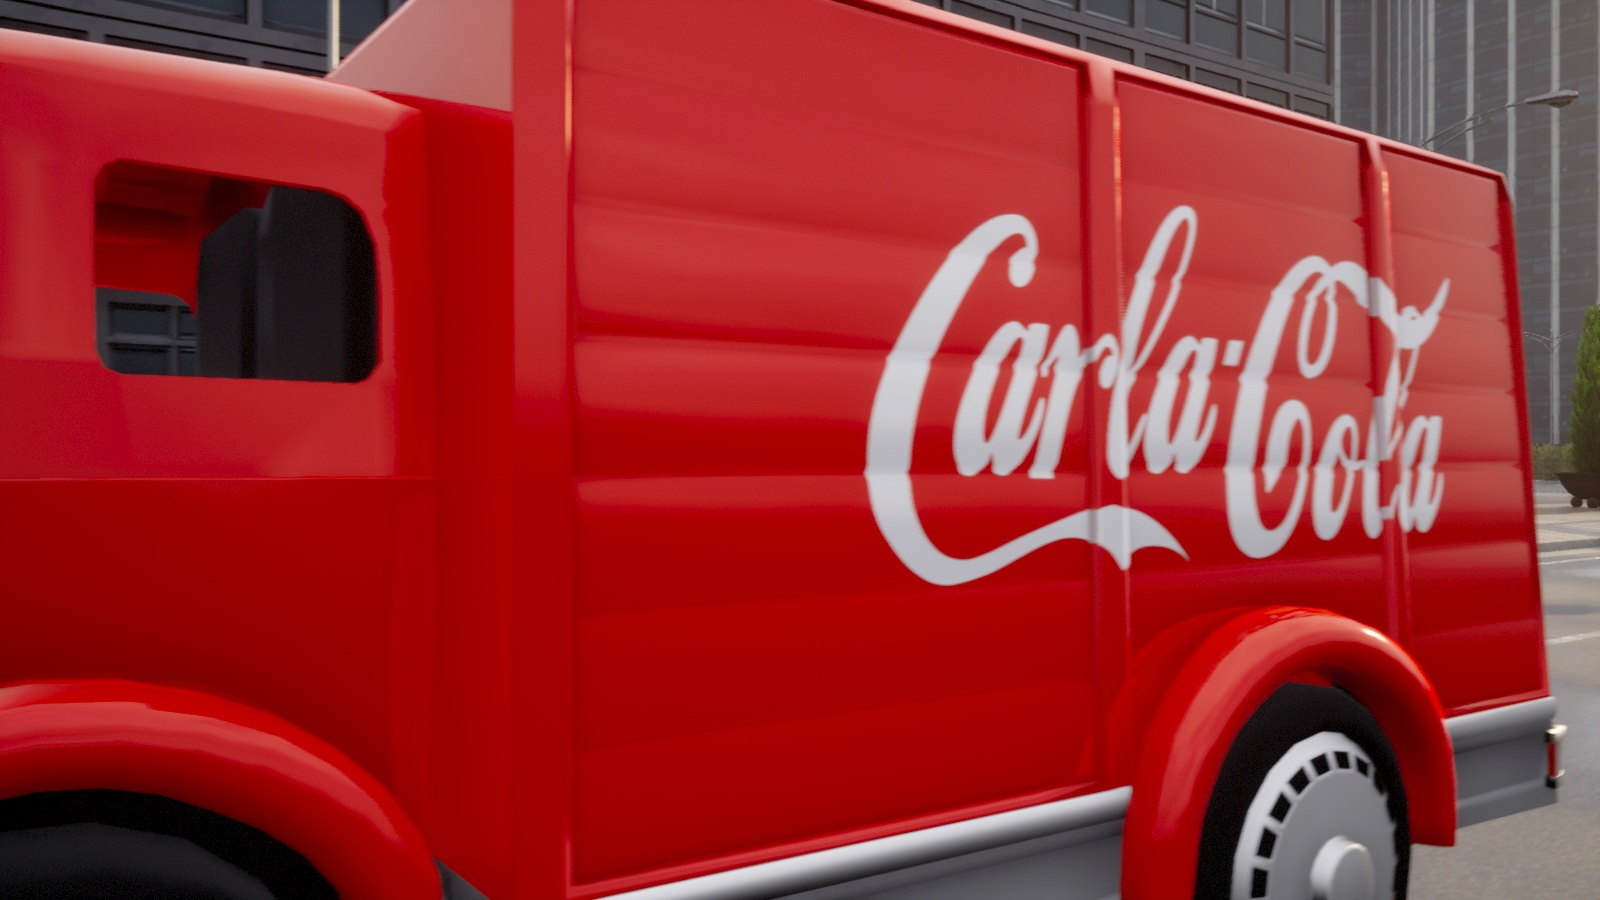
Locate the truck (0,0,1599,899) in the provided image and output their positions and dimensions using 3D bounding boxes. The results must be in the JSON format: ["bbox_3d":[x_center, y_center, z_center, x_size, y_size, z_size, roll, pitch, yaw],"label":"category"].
[{"bbox_3d":[-0.486,0.267,3.328,5.204,2.467,2.627,0,0,-35],"label":"truck"}]
